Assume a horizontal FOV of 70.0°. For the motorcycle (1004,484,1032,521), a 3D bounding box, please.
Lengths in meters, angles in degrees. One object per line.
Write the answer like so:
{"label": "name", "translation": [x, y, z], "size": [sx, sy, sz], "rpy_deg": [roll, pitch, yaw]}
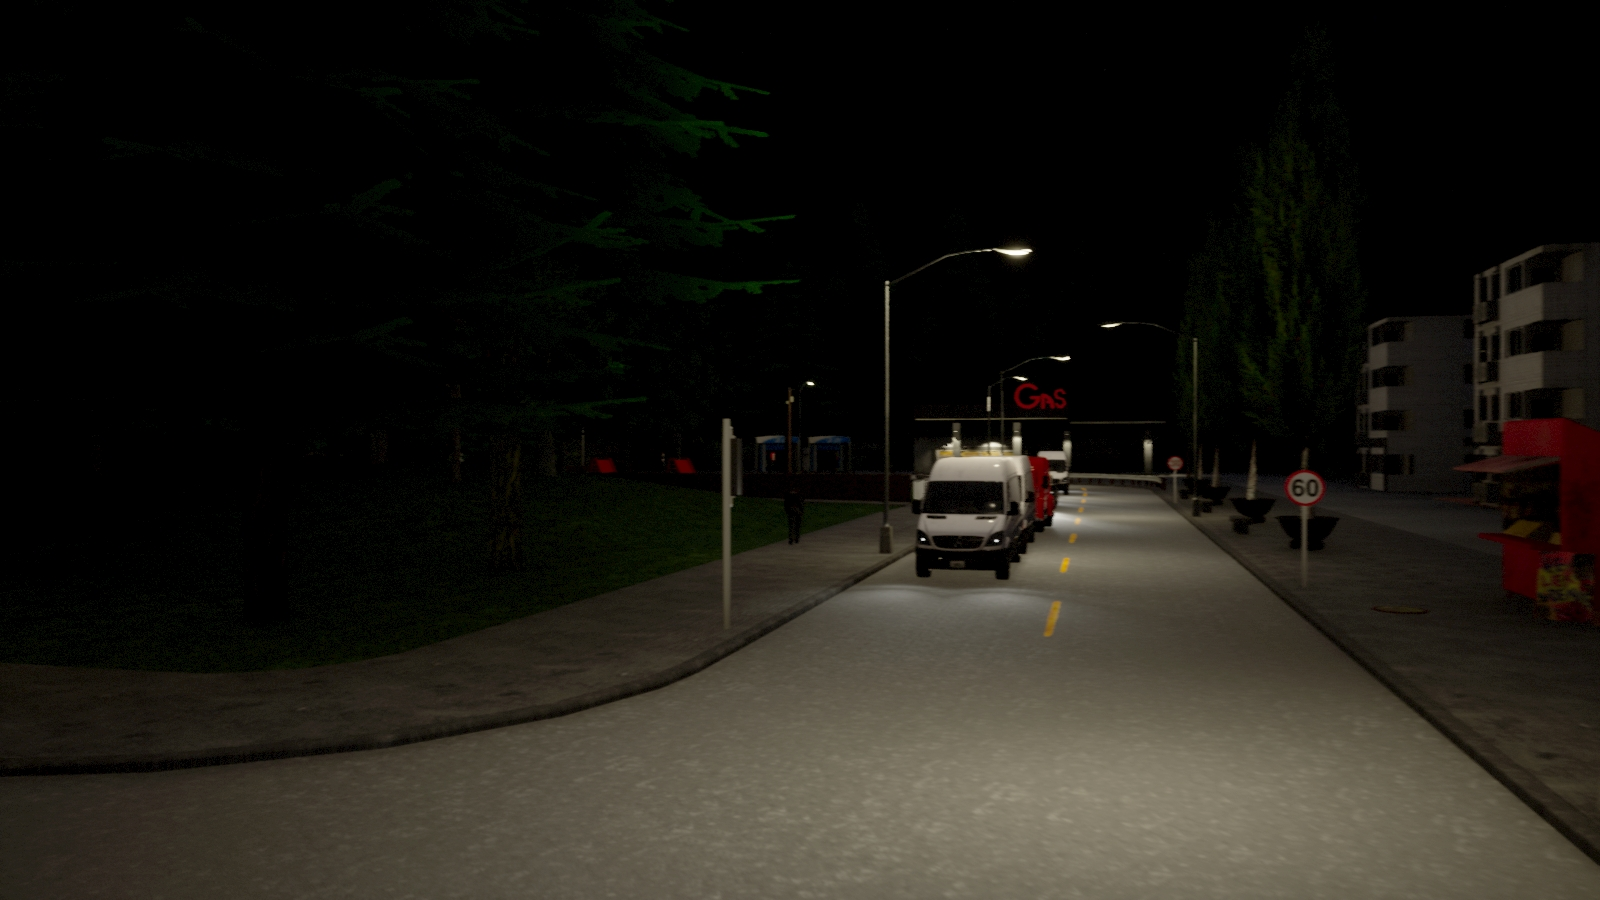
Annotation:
{"label": "motorcycle", "translation": [7.743, 1.851, 40.618], "size": [0.856, 1.236, 1.805], "rpy_deg": [0, 0, 15]}

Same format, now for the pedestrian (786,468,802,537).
{"label": "pedestrian", "translation": [-0.163, 1.442, 31.419], "size": [0.375, 1.860, 0.375], "rpy_deg": [0, 0, 14]}

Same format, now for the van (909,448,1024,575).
{"label": "van", "translation": [3.962, 1.242, 26.320], "size": [1.988, 2.561, 5.915], "rpy_deg": [0, 0, 15]}

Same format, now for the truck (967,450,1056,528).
{"label": "truck", "translation": [7.332, 1.241, 39.126], "size": [2.627, 2.467, 5.204], "rpy_deg": [0, 0, 15]}
